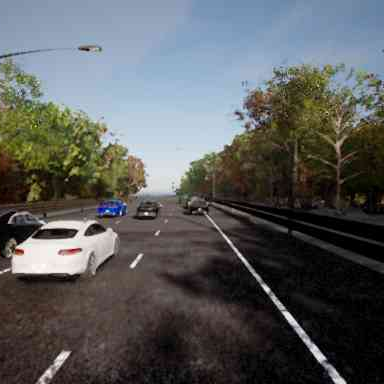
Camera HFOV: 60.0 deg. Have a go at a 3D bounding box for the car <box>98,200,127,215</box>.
[{"bbox_3d":[-7.244,1.461,30.736,1.882,1.535,5.008,0,0,-1],"label":"car"}]

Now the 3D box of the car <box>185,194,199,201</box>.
[{"bbox_3d":[0.403,1.450,43.377,1.801,1.575,5.366,0,0,-2],"label":"car"}]

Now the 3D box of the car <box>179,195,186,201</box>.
[{"bbox_3d":[-2.467,1.441,86.228,1.812,1.442,4.674,0,0,-3],"label":"car"}]

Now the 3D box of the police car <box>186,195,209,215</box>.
[{"bbox_3d":[0.664,1.409,33.235,1.930,1.638,5.238,0,0,-1],"label":"police car"}]

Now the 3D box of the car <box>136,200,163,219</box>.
[{"bbox_3d":[-3.710,1.487,29.091,1.837,1.490,4.892,0,0,-1],"label":"car"}]

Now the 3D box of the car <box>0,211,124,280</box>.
[{"bbox_3d":[-3.448,1.515,9.777,1.812,1.442,4.674,0,0,0],"label":"car"}]

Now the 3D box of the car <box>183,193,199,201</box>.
[{"bbox_3d":[0.220,1.229,49.253,2.150,2.045,5.566,0,0,-2],"label":"car"}]

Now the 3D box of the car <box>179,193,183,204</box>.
[{"bbox_3d":[-1.536,1.209,67.939,2.150,2.045,5.566,0,0,-3],"label":"car"}]

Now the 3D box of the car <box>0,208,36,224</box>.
[{"bbox_3d":[-6.864,1.382,12.416,2.128,1.511,4.902,6,-3,-1],"label":"car"}]
